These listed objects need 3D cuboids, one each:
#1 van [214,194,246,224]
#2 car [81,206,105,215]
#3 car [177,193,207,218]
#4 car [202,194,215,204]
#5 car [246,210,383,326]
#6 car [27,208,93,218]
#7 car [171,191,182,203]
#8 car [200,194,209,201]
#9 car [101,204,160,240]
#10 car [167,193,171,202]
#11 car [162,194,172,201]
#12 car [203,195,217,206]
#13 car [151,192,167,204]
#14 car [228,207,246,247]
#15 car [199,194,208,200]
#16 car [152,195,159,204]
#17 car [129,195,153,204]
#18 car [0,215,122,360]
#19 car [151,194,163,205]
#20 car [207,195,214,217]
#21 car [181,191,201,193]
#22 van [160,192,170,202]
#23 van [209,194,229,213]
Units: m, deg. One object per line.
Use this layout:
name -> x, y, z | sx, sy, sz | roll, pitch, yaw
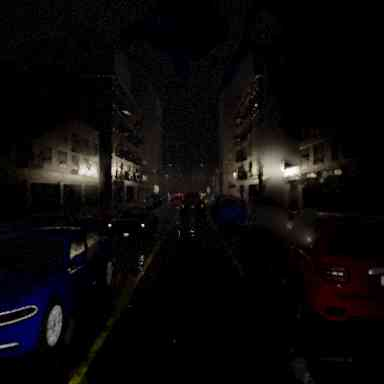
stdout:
van -> 2.696, 1.214, 23.134 | 1.690, 1.788, 3.998 | 0, 0, 0
car -> -5.399, 1.448, 17.730 | 1.887, 1.381, 4.507 | 0, 0, 0
car -> 0.071, 1.194, 28.773 | 2.097, 1.767, 4.553 | 0, 0, 0
car -> 2.675, 1.134, 55.571 | 1.967, 1.590, 4.097 | 0, 0, 0
car -> 2.706, 1.277, 6.915 | 2.192, 1.841, 5.009 | 0, 0, 0
car -> -5.402, 1.498, 12.324 | 1.947, 1.339, 4.313 | 0, 0, 0
car -> -2.761, 0.882, 61.810 | 2.150, 2.045, 5.566 | 0, 0, 1
car -> 2.665, 1.129, 71.960 | 1.752, 1.417, 4.829 | 0, 0, 0
car -> -2.828, 1.510, 16.565 | 1.895, 1.301, 4.718 | 0, 0, 0
car -> -5.375, 1.247, 60.979 | 1.802, 1.307, 4.206 | 0, 0, 0
car -> -5.370, 1.156, 71.792 | 2.008, 1.369, 4.403 | 0, 0, 0
car -> 2.679, 1.248, 50.336 | 1.752, 1.417, 4.829 | 0, 0, 0
car -> -5.381, 1.039, 50.166 | 2.192, 1.841, 5.009 | 0, 0, 0
car -> 2.703, 1.483, 12.323 | 2.008, 1.369, 4.403 | 0, 0, 0
car -> 2.661, 1.126, 77.196 | 2.008, 1.369, 4.403 | 0, 0, 0
car -> -5.387, 1.335, 39.355 | 2.008, 1.369, 4.403 | 0, 0, 0
car -> -5.390, 1.340, 33.779 | 1.752, 1.417, 4.829 | 0, 0, 0
car -> -2.848, 1.443, 6.299 | 1.882, 1.535, 5.008 | 0, 0, 0
car -> -5.384, 1.320, 44.761 | 1.947, 1.339, 4.313 | 0, 0, 0
car -> 2.692, 1.158, 28.540 | 2.192, 1.841, 5.009 | 0, 0, 0
car -> 0.073, 0.985, 43.499 | 2.150, 2.045, 5.566 | 0, 1, 0
van -> -5.373, 0.976, 66.384 | 1.690, 1.788, 3.998 | 0, 0, 0
van -> 2.689, 1.154, 33.947 | 1.690, 1.788, 3.998 | 0, 0, 0
